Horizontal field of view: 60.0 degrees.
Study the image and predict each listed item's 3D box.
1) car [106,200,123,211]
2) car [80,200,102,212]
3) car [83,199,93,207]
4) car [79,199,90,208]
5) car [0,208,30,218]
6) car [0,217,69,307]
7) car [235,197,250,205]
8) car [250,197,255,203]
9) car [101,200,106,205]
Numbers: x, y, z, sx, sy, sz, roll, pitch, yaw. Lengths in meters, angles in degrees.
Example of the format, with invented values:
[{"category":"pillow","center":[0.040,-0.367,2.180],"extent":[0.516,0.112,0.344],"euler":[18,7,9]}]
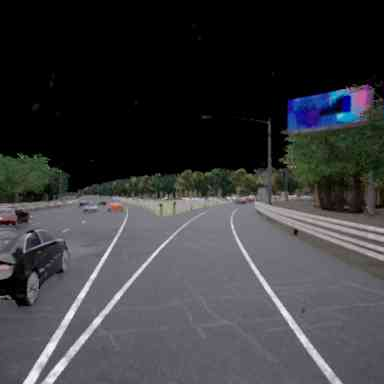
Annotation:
[{"category":"car","center":[-11.645,2.031,51.072],"extent":[2.097,1.767,4.553],"euler":[0,-1,-11]},{"category":"car","center":[-14.527,2.252,48.214],"extent":[1.895,1.301,4.718],"euler":[0,-1,-11]},{"category":"car","center":[-25.251,2.578,80.810],"extent":[2.097,1.767,4.553],"euler":[0,-1,-14]},{"category":"car","center":[-23.107,2.533,71.546],"extent":[1.882,1.535,5.008],"euler":[0,-1,-13]},{"category":"car","center":[-14.083,1.897,25.835],"extent":[1.994,1.385,4.181],"euler":[0,-1,-9]},{"category":"car","center":[-4.317,1.578,8.003],"extent":[2.128,1.511,4.902],"euler":[0,-1,-8]},{"category":"car","center":[10.690,2.033,72.053],"extent":[1.895,1.301,4.718],"euler":[0,0,20]},{"category":"car","center":[14.353,1.863,81.517],"extent":[1.812,1.442,4.674],"euler":[0,0,26]},{"category":"car","center":[-21.950,2.725,82.063],"extent":[1.837,1.490,4.892],"euler":[0,-1,-14]}]
